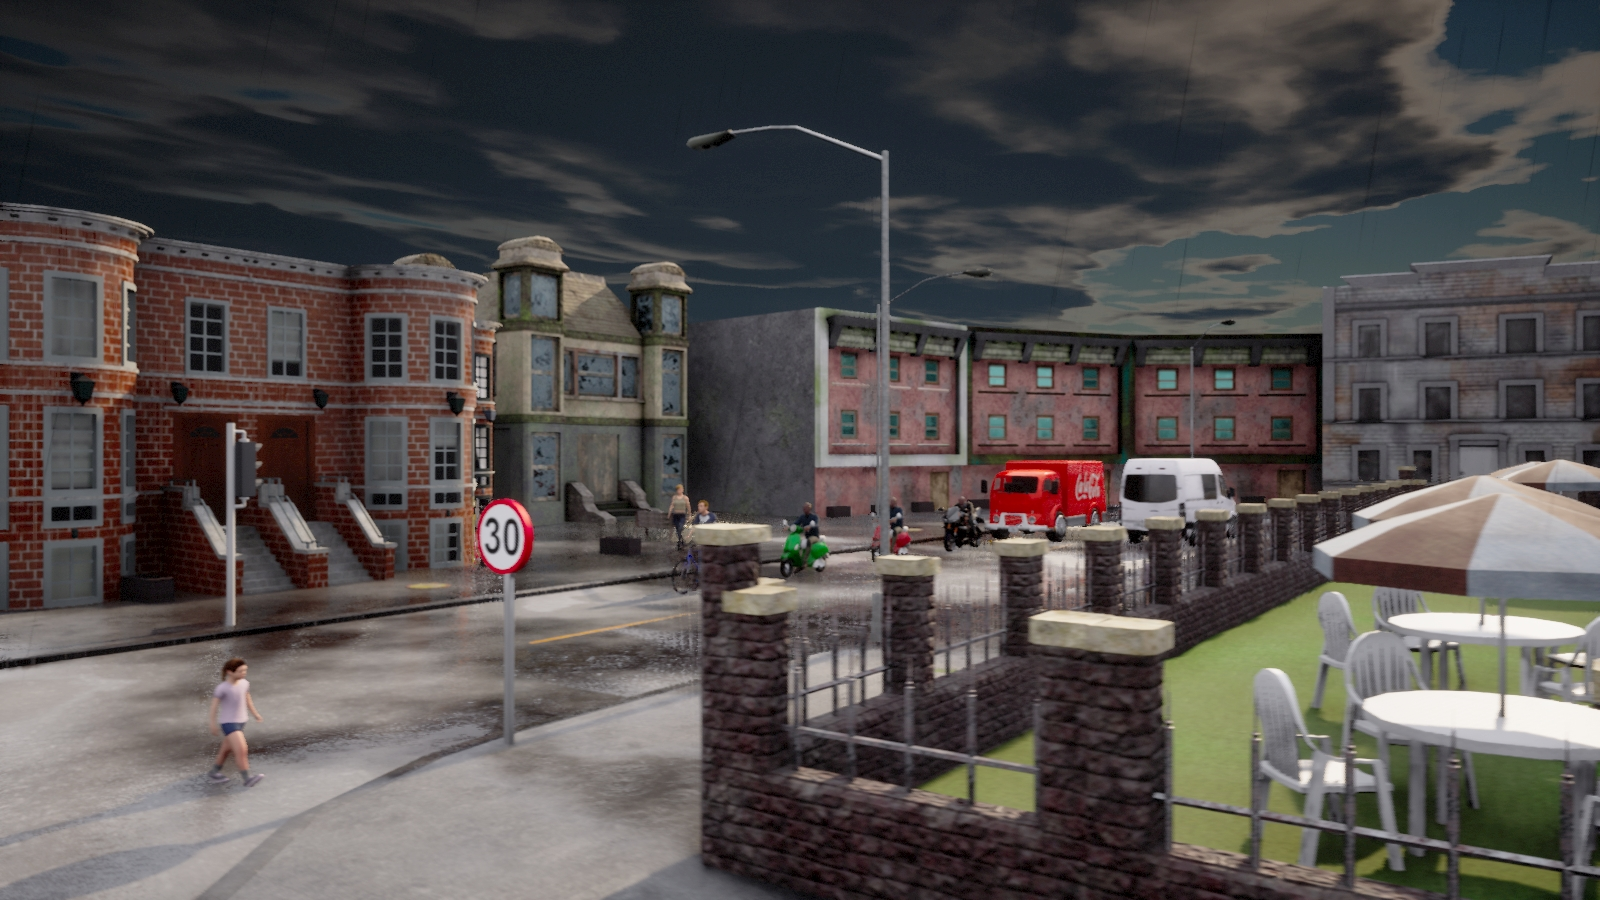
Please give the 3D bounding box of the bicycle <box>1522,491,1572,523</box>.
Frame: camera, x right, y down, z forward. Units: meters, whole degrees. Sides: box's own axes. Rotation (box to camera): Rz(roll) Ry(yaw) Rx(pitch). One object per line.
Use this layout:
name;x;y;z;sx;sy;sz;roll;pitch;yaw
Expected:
bicycle;26.740;2.036;40.881;1.487;1.080;0.859;0;0;34

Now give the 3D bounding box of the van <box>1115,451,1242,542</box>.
van;11.796;1.315;35.275;1.988;2.561;5.915;0;0;36

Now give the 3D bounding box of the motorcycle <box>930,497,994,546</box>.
motorcycle;4.576;1.985;32.149;0.867;1.251;2.209;0;0;35

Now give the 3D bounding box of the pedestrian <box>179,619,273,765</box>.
pedestrian;-4.806;2.009;9.577;0.500;1.100;0.500;0;0;12

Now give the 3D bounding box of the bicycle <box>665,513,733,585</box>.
bicycle;-1.991;1.936;22.670;0.373;1.296;1.643;0;0;35

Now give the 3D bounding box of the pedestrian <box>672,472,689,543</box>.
pedestrian;-3.156;1.525;30.239;0.375;1.860;0.375;0;0;10

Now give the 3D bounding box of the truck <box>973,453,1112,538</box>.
truck;7.856;1.348;36.602;2.627;2.467;5.204;0;0;33

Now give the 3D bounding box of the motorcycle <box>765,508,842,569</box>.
motorcycle;0.100;1.962;25.657;0.856;1.236;1.805;0;0;35

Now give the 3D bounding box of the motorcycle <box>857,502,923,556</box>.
motorcycle;2.275;1.962;28.754;0.856;1.236;1.805;0;0;35

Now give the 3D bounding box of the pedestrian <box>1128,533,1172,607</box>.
pedestrian;5.570;1.897;18.180;0.500;1.100;0.500;0;0;43
